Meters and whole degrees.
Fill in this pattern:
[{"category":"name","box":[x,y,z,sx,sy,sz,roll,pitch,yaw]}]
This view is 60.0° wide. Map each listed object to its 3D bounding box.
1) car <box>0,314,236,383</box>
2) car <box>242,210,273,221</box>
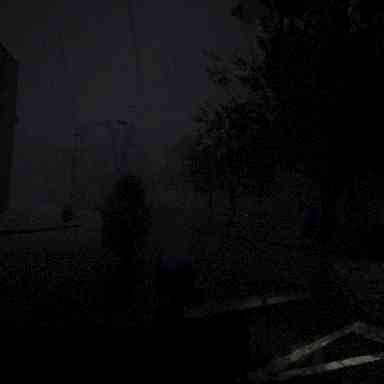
[{"category":"car","box":[-1.908,1.466,1.798,5.008,1.535,1.882,0,0,-36]},{"category":"car","box":[9.908,3.489,50.353,4.892,1.490,1.837,2,-2,-16]}]
